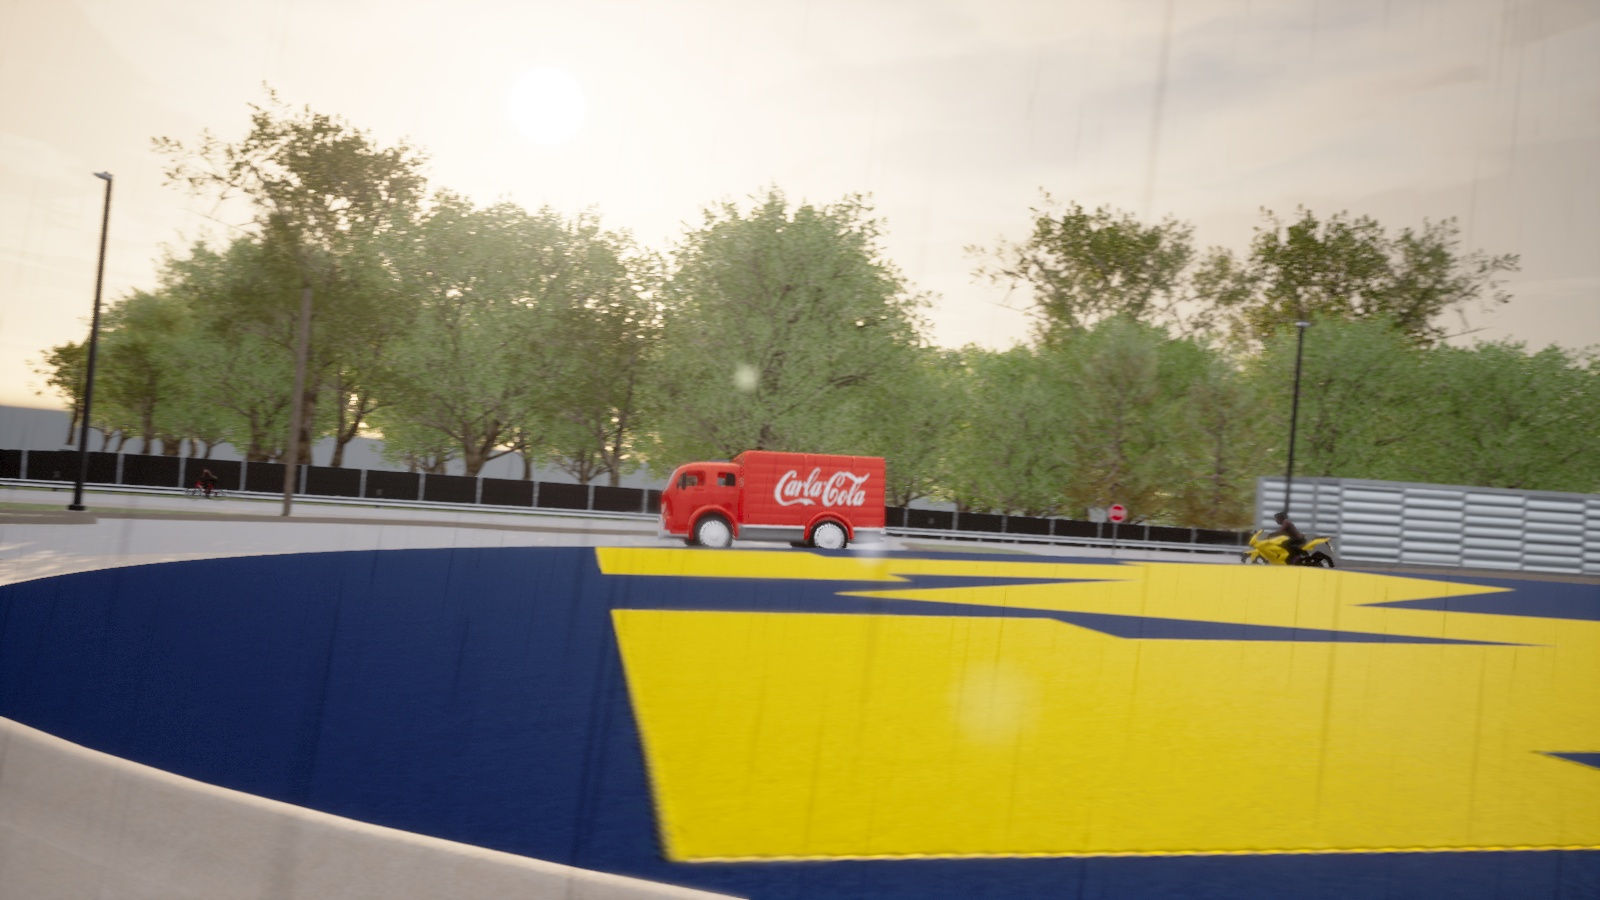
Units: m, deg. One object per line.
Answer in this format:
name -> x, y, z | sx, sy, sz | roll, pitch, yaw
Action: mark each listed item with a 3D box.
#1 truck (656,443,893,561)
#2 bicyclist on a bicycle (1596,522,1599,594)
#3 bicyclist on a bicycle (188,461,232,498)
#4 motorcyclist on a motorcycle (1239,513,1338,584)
truck -> -0.669, 1.319, 29.957 | 5.204, 2.467, 2.627 | 3, -6, -11
bicyclist on a bicycle -> 20.624, 2.716, 30.701 | 1.843, 1.776, 0.659 | 4, -3, 1
bicyclist on a bicycle -> -27.233, 1.364, 57.970 | 1.656, 1.620, 0.582 | 4, -1, -11
motorcyclist on a motorcycle -> 11.182, 2.253, 28.747 | 2.044, 1.523, 0.797 | -1, -7, 27
